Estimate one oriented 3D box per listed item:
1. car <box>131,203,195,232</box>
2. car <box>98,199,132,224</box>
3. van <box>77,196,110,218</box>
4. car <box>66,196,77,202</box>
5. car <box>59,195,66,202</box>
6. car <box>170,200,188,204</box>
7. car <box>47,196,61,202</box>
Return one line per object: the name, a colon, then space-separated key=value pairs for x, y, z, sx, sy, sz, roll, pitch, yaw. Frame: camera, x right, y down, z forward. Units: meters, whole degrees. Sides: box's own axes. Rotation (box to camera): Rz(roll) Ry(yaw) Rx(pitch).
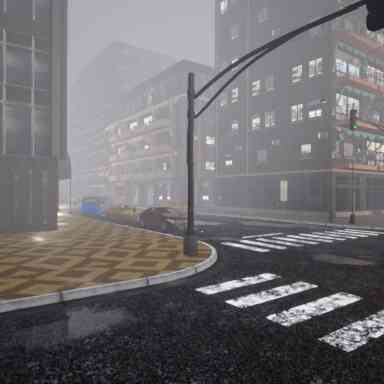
car: x=-1.713 y=1.526 z=19.803 sx=1.802 sy=1.307 sz=4.206 roll=0 pitch=0 yaw=-36
car: x=-4.914 y=1.459 z=24.267 sx=1.752 sy=1.417 sz=4.829 roll=0 pitch=0 yaw=-36
van: x=-8.313 y=1.266 z=29.008 sx=1.690 sy=1.788 sz=3.998 roll=0 pitch=0 yaw=-36
car: x=-21.405 y=1.448 z=61.645 sx=1.752 sy=1.417 sz=4.829 roll=0 pitch=0 yaw=-36
car: x=-27.906 y=1.361 z=70.712 sx=1.967 sy=1.590 sz=4.097 roll=0 pitch=0 yaw=-36
car: x=-1.603 y=1.488 z=34.029 sx=1.752 sy=1.417 sz=4.829 roll=0 pitch=0 yaw=-36
car: x=-31.205 y=1.490 z=75.313 sx=1.947 sy=1.339 sz=4.313 roll=0 pitch=0 yaw=-36
